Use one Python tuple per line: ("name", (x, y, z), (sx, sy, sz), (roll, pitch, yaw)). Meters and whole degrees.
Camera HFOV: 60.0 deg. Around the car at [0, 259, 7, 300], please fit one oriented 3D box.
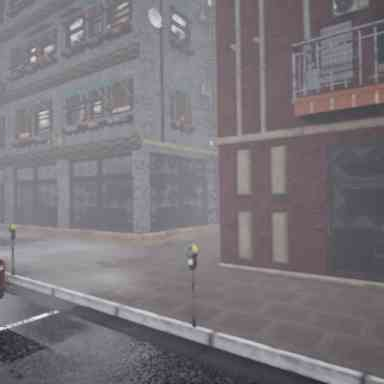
("car", (-5.591, 1.546, 6.879), (4.507, 1.381, 1.887), (0, -1, 36))
